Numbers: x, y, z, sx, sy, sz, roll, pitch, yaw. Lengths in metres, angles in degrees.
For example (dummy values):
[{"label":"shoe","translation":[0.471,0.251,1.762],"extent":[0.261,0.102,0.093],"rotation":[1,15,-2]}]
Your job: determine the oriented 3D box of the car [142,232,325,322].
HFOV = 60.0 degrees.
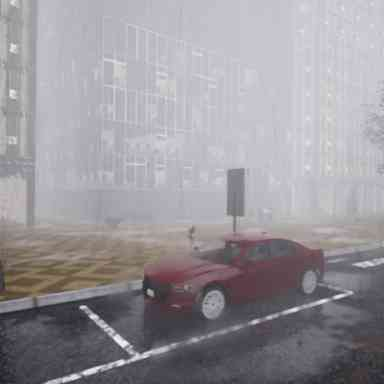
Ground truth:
[{"label":"car","translation":[1.087,1.609,7.331],"extent":[4.507,1.381,1.887],"rotation":[1,-1,-35]}]
